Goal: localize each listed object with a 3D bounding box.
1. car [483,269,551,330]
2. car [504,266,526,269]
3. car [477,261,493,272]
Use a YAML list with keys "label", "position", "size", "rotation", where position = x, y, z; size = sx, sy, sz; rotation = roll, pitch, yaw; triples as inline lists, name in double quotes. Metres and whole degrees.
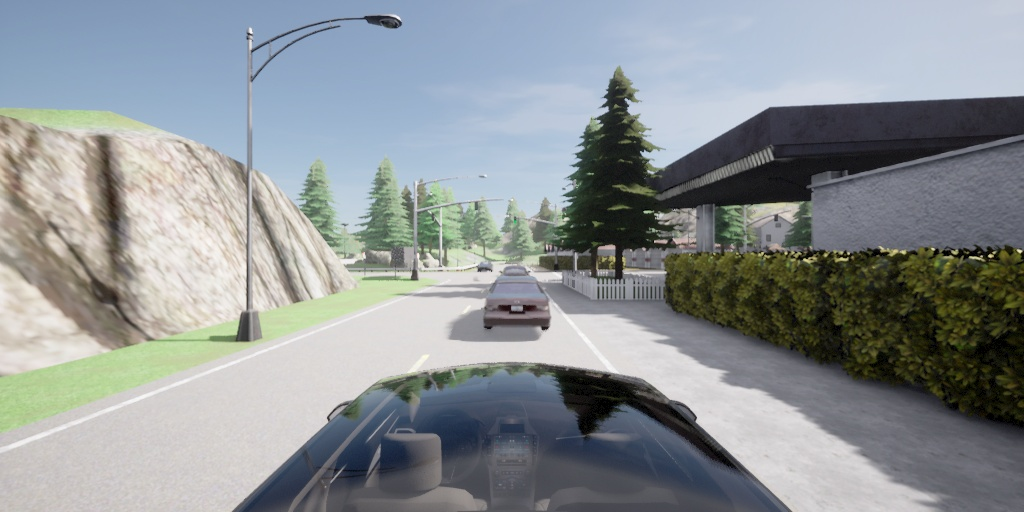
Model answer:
- label: "car"
  position: [0.135, 1.314, 11.196]
  size: [2.033, 1.411, 5.357]
  rotation: [0, 0, 0]
- label: "car"
  position: [0.181, 1.311, 22.007]
  size: [1.812, 1.442, 4.674]
  rotation: [0, 0, 0]
- label: "car"
  position: [-3.417, 1.375, 46.225]
  size: [2.033, 1.411, 5.357]
  rotation: [0, 0, 0]
